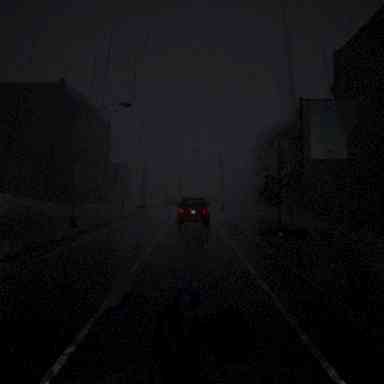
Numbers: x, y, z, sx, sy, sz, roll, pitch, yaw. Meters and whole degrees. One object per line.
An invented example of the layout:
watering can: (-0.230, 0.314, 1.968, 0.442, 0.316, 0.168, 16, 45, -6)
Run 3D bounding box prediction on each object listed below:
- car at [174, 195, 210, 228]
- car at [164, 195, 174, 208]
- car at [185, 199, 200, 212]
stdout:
car: (0.096, 1.364, 23.675, 2.150, 2.045, 5.566, 0, 0, 0)
car: (-3.482, 1.586, 56.815, 2.150, 2.045, 5.566, 0, 0, 1)
car: (0.080, 1.759, 44.503, 1.882, 1.535, 5.008, 0, 0, 1)
